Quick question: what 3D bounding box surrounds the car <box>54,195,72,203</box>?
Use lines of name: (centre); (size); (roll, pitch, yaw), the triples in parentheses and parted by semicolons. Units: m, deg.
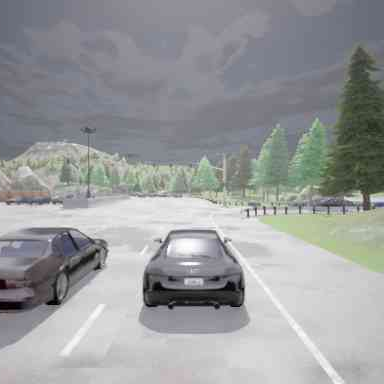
car: (-25.163, 1.306, 65.213); (1.812, 1.442, 4.674); (0, 0, -1)

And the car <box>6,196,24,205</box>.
car: (-28.616, 1.374, 55.205); (2.033, 1.411, 5.357); (0, 0, 0)

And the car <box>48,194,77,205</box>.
car: (-21.640, 1.371, 55.939); (2.033, 1.411, 5.357); (0, 0, 0)

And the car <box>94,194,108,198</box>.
car: (-21.807, 1.278, 77.892); (1.994, 1.385, 4.181); (0, 0, -1)

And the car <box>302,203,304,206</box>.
car: (15.707, 1.454, 41.018); (4.181, 1.385, 1.994); (0, 0, 7)

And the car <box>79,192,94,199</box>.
car: (-21.673, 1.130, 66.074); (2.097, 1.767, 4.553); (0, 0, -1)

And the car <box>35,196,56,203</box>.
car: (-28.664, 1.377, 65.236); (1.895, 1.301, 4.718); (0, 0, -1)

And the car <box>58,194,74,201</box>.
car: (-28.787, 1.233, 76.246); (1.837, 1.490, 4.892); (0, 0, -1)

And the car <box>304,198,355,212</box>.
car: (15.635, 1.398, 37.498); (4.902, 1.511, 2.128); (0, 0, 7)

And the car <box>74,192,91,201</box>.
car: (-25.297, 0.954, 77.270); (2.150, 2.045, 5.566); (0, 0, -1)

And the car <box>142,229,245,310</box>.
car: (0.026, 1.563, 7.916); (1.994, 1.385, 4.181); (0, 0, 0)

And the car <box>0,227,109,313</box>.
car: (-3.474, 1.547, 7.910); (2.033, 1.411, 5.357); (0, 0, 0)

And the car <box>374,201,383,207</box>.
car: (24.454, 1.374, 39.608); (5.008, 1.535, 1.882); (0, 0, 12)

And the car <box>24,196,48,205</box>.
car: (-25.132, 1.374, 55.231); (2.033, 1.411, 5.357); (0, 0, -1)
